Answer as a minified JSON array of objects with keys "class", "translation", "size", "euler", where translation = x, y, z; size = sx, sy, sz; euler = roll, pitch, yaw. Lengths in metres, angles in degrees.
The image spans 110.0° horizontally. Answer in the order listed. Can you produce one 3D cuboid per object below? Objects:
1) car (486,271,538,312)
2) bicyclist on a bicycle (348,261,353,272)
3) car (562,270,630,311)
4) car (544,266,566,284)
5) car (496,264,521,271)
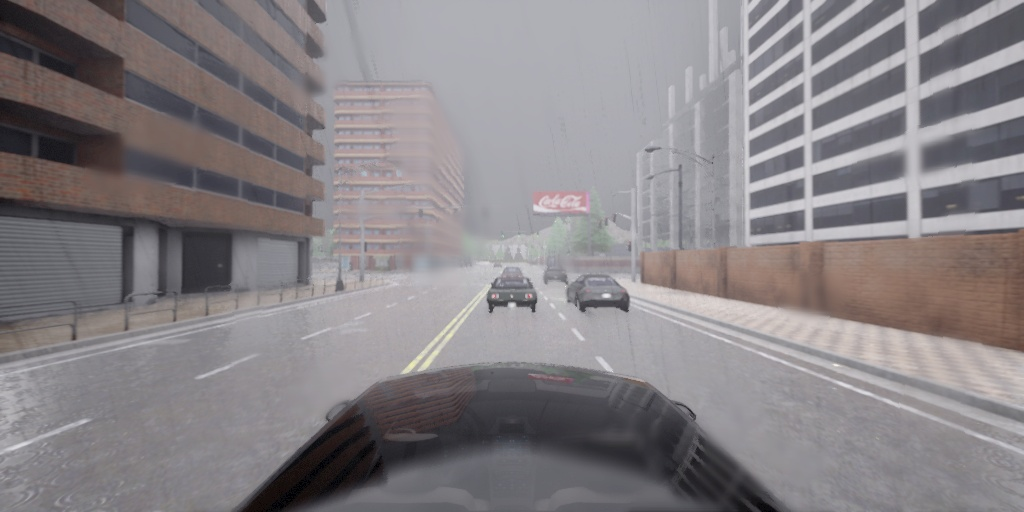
[{"class":"car","translation":[0.014,1.498,15.084],"size":[1.895,1.301,4.718],"euler":[0,-1,0]},{"class":"bicyclist on a bicycle","translation":[-25.298,1.652,56.345],"size":[0.582,1.620,1.656],"euler":[0,0,0]},{"class":"car","translation":[3.518,1.464,15.293],"size":[1.994,1.385,4.181],"euler":[0,-1,0]},{"class":"car","translation":[3.754,1.556,30.301],"size":[2.128,1.511,4.902],"euler":[0,0,6]},{"class":"car","translation":[0.011,1.601,29.372],"size":[2.033,1.411,5.357],"euler":[0,-1,0]}]
